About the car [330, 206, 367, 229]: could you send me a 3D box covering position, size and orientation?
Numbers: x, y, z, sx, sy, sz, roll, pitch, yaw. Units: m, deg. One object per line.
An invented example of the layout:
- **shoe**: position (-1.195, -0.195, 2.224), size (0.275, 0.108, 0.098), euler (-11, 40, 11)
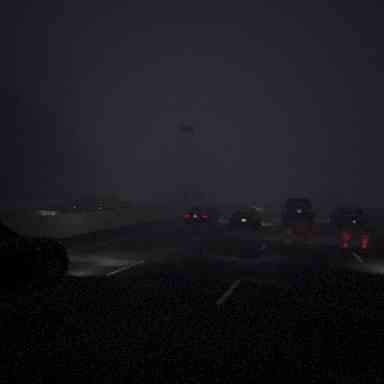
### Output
- **car**: position (11.451, 1.806, 24.529), size (2.128, 1.511, 4.902), euler (1, 0, 14)

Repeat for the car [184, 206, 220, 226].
- **car**: position (0.864, 1.748, 25.373), size (2.033, 1.411, 5.357), euler (1, 0, 14)

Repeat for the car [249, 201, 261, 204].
- **car**: position (7.461, 1.861, 39.534), size (1.882, 1.535, 5.008), euler (1, 0, 10)

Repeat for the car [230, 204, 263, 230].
- **car**: position (3.815, 1.781, 23.039), size (1.994, 1.385, 4.181), euler (1, 0, 15)

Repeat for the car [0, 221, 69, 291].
- **car**: position (-4.864, 1.350, 7.276), size (2.097, 1.767, 4.553), euler (0, 0, 21)

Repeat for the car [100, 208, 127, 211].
- **car**: position (-7.633, 1.662, 35.979), size (1.882, 1.535, 5.008), euler (1, 0, 12)

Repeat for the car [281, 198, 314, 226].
- **car**: position (8.365, 1.516, 26.538), size (2.150, 2.045, 5.566), euler (1, 0, 14)
